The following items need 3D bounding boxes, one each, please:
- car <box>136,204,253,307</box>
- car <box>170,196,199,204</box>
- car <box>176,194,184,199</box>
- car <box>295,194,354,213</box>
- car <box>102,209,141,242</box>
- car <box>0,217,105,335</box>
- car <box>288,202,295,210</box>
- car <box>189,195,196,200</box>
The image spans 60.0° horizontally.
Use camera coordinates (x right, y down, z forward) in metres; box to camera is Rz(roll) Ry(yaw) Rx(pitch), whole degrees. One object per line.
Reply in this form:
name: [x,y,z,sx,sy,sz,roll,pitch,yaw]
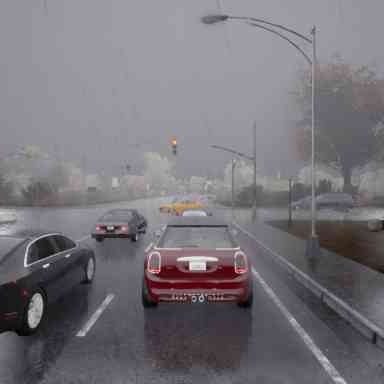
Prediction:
car: [0.107,1.352,8.112,2.097,1.767,4.553,0,0,0]
car: [-1.092,1.478,34.052,5.008,1.535,1.882,0,-1,-31]
car: [-3.365,1.402,95.380,1.994,1.385,4.181,0,0,1]
car: [14.697,1.220,36.428,5.566,2.045,2.150,0,0,3]
car: [-3.387,1.547,16.358,2.033,1.411,5.357,0,0,0]
car: [-3.393,1.505,6.699,1.837,1.490,4.892,0,0,0]
car: [14.024,1.504,39.974,4.892,1.490,1.837,0,0,3]
car: [0.136,1.524,95.385,1.812,1.442,4.674,0,0,1]
